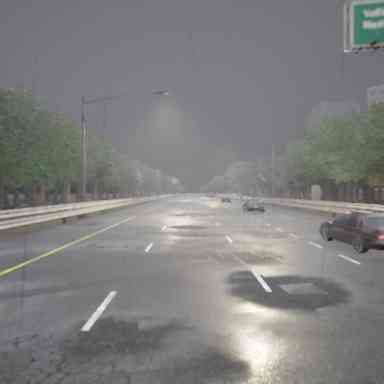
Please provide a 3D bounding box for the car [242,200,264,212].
[{"bbox_3d":[7.015,1.572,38.335,1.994,1.385,4.181,0,0,0],"label":"car"}]

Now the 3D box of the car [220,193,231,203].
[{"bbox_3d":[7.035,1.546,69.922,1.812,1.442,4.674,0,0,0],"label":"car"}]

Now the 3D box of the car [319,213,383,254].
[{"bbox_3d":[7.005,1.548,13.537,2.033,1.411,5.357,0,0,0],"label":"car"}]
